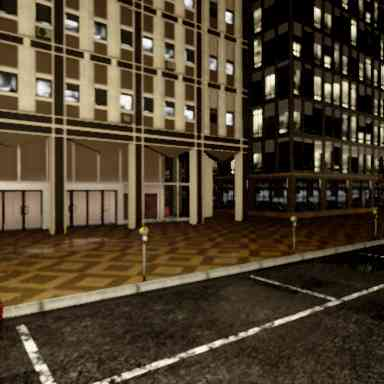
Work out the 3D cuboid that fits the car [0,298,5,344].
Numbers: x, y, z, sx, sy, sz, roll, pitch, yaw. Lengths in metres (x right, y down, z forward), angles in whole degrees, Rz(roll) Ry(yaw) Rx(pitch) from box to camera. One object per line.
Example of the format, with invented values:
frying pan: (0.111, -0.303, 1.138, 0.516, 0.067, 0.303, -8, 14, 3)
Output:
car: (-4.543, 1.321, 3.036, 5.009, 1.841, 2.192, 0, 0, -35)
